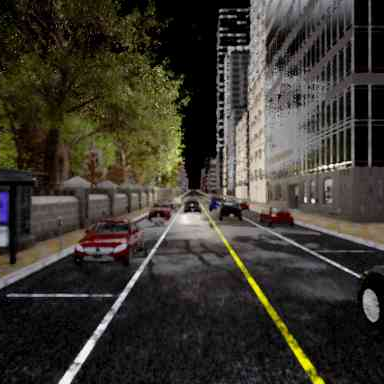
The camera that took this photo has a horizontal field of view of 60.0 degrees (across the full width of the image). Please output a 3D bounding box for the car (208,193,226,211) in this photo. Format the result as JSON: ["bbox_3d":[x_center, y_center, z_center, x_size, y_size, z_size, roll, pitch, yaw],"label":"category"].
[{"bbox_3d":[3.104,1.387,40.971,2.097,1.767,4.553,0,0,1],"label":"car"}]

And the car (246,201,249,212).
[{"bbox_3d":[5.769,1.588,39.887,1.887,1.381,4.507,1,0,0],"label":"car"}]

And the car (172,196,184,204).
[{"bbox_3d":[-2.565,1.560,62.657,2.008,1.369,4.403,1,0,0],"label":"car"}]

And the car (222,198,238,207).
[{"bbox_3d":[5.793,1.605,51.249,1.947,1.339,4.313,1,0,0],"label":"car"}]

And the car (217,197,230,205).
[{"bbox_3d":[5.816,1.583,62.613,2.008,1.369,4.403,1,0,0],"label":"car"}]

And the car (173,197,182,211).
[{"bbox_3d":[-2.611,1.571,39.925,2.008,1.369,4.403,1,0,0],"label":"car"}]

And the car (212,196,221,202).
[{"bbox_3d":[5.850,1.597,79.655,1.802,1.307,4.206,1,0,0],"label":"car"}]

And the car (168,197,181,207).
[{"bbox_3d":[-2.588,1.542,51.120,1.752,1.417,4.829,1,0,0],"label":"car"}]

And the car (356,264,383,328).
[{"bbox_3d":[3.901,1.521,4.135,1.837,1.490,4.892,0,0,0],"label":"car"}]

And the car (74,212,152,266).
[{"bbox_3d":[-2.670,1.589,11.511,1.802,1.307,4.206,0,0,0],"label":"car"}]

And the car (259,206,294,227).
[{"bbox_3d":[5.734,1.621,22.843,1.802,1.307,4.206,1,0,0],"label":"car"}]

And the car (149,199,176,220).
[{"bbox_3d":[-2.634,1.563,28.559,1.887,1.381,4.507,1,0,0],"label":"car"}]

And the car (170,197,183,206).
[{"bbox_3d":[-2.576,1.564,56.973,2.008,1.369,4.403,1,0,0],"label":"car"}]

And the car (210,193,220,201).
[{"bbox_3d":[5.865,1.321,85.338,2.192,1.841,5.009,1,0,0],"label":"car"}]

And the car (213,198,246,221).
[{"bbox_3d":[3.092,1.540,28.051,1.837,1.490,4.892,0,0,1],"label":"car"}]

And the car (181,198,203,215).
[{"bbox_3d":[0.063,1.533,34.739,1.837,1.490,4.892,0,0,0],"label":"car"}]
